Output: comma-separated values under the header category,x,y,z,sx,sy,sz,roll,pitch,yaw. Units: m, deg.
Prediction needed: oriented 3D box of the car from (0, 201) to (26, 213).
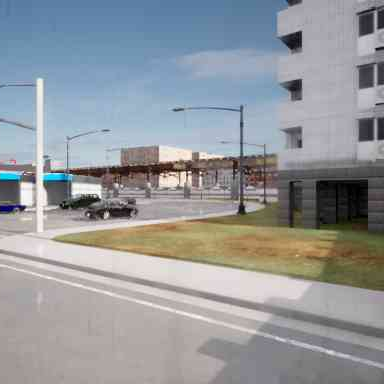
category,x,y,z,sx,sy,sz,roll,pitch,yaw
car,-19.701,1.601,33.931,1.895,1.301,4.718,0,0,37

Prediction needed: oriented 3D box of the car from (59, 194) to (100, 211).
category,x,y,z,sx,sy,sz,roll,pitch,yaw
car,-14.060,1.221,42.249,2.150,2.045,5.566,0,0,29

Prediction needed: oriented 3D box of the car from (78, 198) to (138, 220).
category,x,y,z,sx,sy,sz,roll,pitch,yaw
car,-6.628,1.505,27.765,1.837,1.490,4.892,0,0,36
